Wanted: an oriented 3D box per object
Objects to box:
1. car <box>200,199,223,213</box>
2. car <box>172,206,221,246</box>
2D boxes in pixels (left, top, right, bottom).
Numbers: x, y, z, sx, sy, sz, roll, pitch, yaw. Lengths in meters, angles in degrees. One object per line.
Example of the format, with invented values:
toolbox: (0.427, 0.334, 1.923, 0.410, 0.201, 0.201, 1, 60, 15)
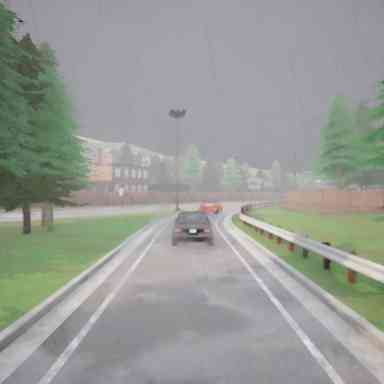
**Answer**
car: (2.206, 1.512, 37.072, 2.097, 1.767, 4.553, 0, 0, 13)
car: (0.023, 1.616, 15.751, 2.033, 1.411, 5.357, 0, 0, 0)
